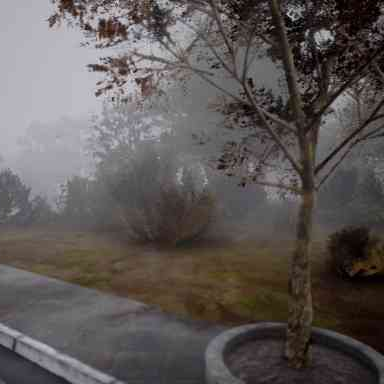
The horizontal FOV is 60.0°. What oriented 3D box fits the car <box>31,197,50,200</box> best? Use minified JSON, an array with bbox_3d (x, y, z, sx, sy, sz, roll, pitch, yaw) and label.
[{"bbox_3d":[-20.761,1.308,44.092,1.994,1.385,4.181,0,0,33],"label":"car"}]
